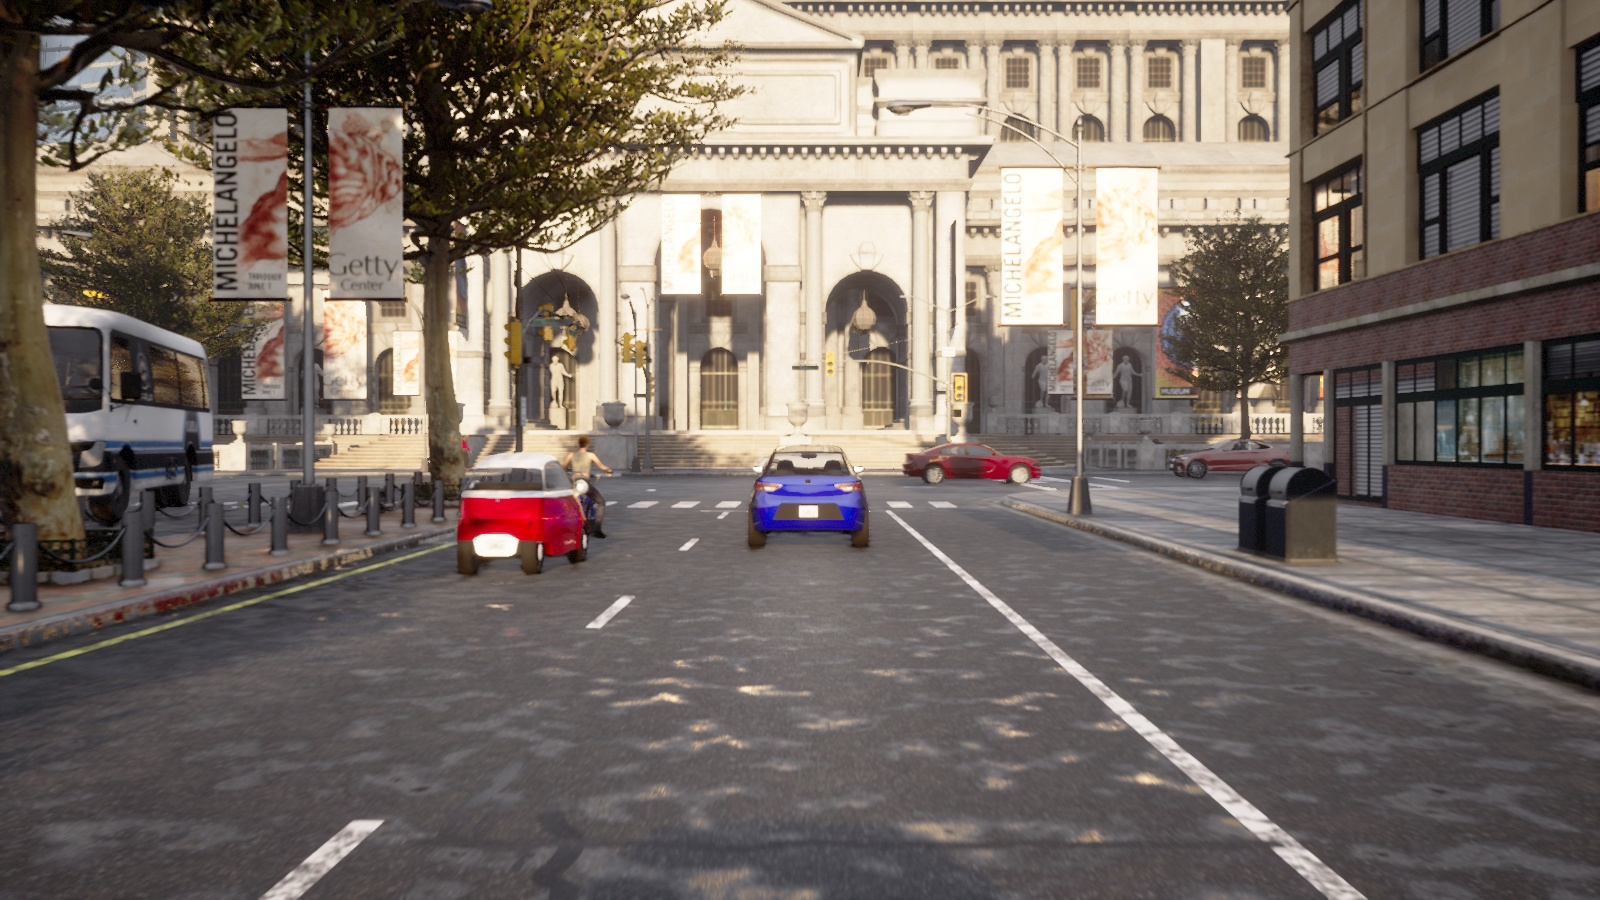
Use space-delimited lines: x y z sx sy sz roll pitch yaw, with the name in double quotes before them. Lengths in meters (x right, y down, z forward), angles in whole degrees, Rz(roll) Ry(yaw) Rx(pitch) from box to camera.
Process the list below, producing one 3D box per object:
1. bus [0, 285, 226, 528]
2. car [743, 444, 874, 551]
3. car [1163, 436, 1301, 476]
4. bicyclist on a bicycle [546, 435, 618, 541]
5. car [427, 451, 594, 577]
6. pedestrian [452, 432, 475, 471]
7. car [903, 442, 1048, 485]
"bus" -15.466 -0.796 26.933 3.944 4.253 10.273 0 0 -14
"car" 0.129 0.650 19.447 1.816 1.474 4.193 0 0 0
"car" 17.937 0.245 52.295 5.027 1.651 2.152 0 0 1
"bicyclist on a bicycle" -3.420 0.568 19.818 0.866 1.612 1.509 0 0 0
"car" -3.397 0.713 15.050 1.481 1.376 2.207 0 1 0
"pedestrian" -16.023 0.051 59.760 0.899 1.844 0.634 0 0 1
"car" 6.296 0.473 45.411 5.008 1.535 1.882 0 0 1
